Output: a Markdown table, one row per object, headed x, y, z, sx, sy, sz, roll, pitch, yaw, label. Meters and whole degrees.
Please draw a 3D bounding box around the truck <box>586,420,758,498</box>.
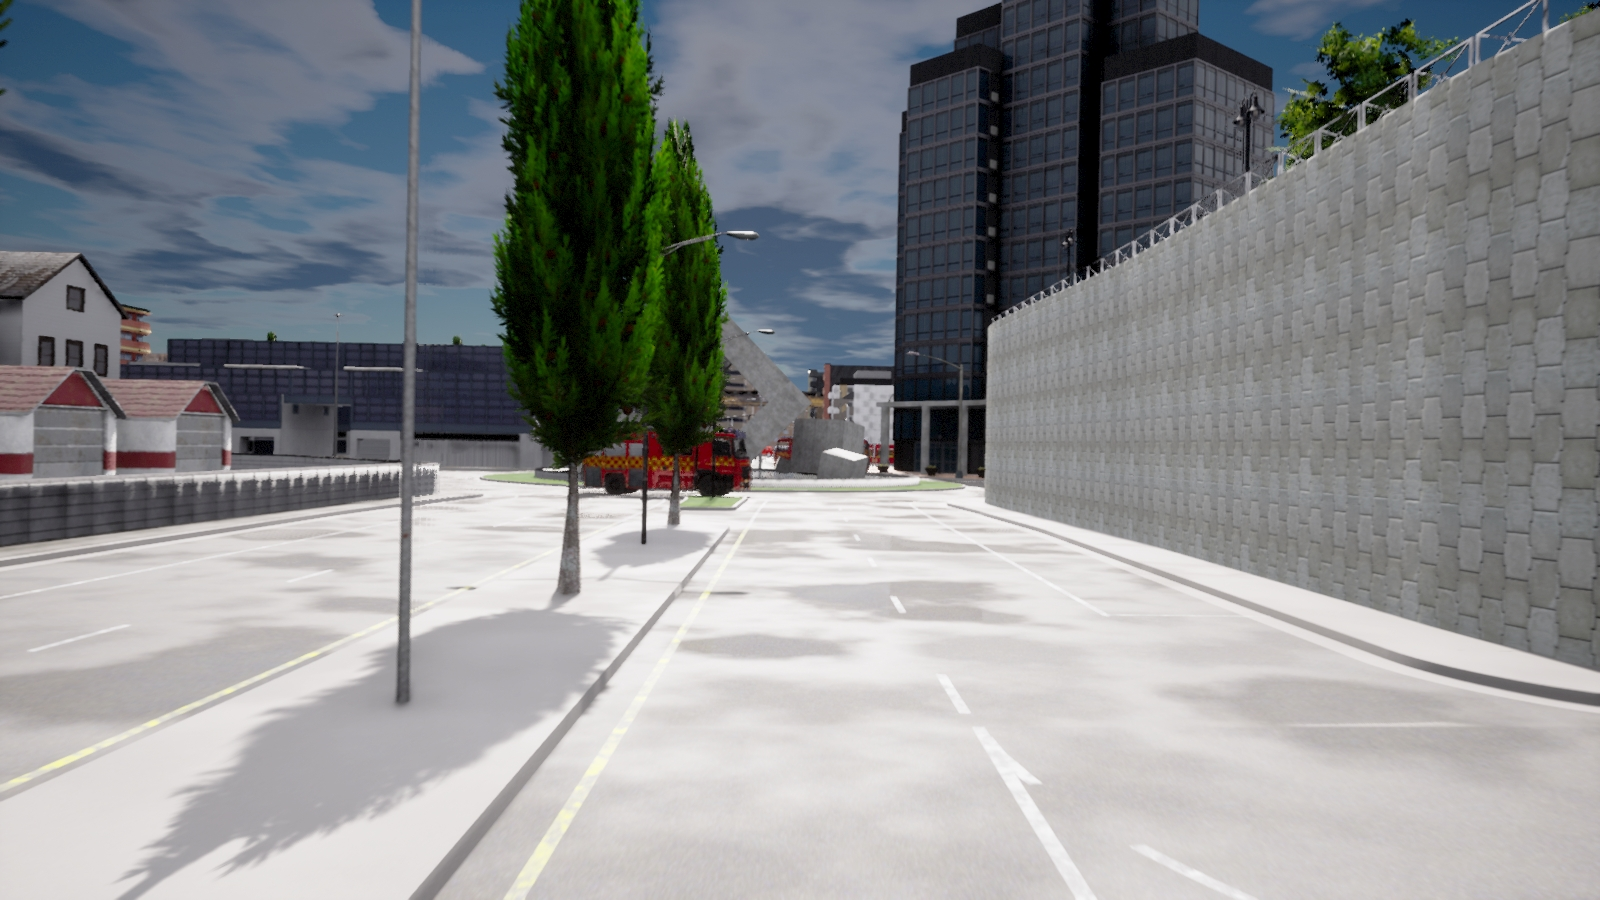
| x | y | z | sx | sy | sz | roll | pitch | yaw | label |
| --- | --- | --- | --- | --- | --- | --- | --- | --- | --- |
| -6.688 | 0.440 | 60.218 | 8.468 | 3.827 | 2.891 | 1 | 1 | 9 | truck |
